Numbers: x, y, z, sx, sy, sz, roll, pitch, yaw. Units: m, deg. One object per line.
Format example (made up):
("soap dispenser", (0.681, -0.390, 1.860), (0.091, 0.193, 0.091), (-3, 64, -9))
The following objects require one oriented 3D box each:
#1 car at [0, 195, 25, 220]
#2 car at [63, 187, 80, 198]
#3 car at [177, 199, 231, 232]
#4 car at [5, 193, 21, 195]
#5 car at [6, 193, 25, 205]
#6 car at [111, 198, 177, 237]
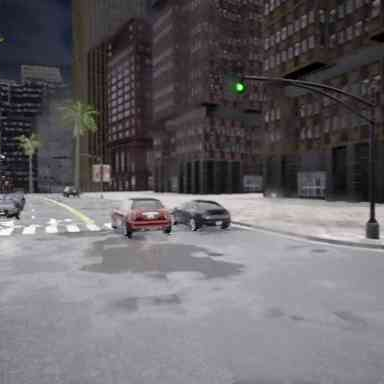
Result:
("car", (-12.999, 1.159, 23.113), (1.994, 1.385, 4.181), (-1, 1, -26))
("car", (-22.710, 0.002, 62.575), (2.150, 2.045, 5.566), (-1, 1, -31))
("car", (0.301, 1.167, 17.827), (1.837, 1.490, 4.892), (-1, 1, -23))
("car", (-17.157, 0.915, 31.864), (2.128, 1.511, 4.902), (-1, 1, -26))
("car", (-21.661, 0.809, 40.814), (1.994, 1.385, 4.181), (-1, 1, -28))
("car", (-2.640, 1.052, 16.424), (2.097, 1.767, 4.553), (-1, 1, -23))
